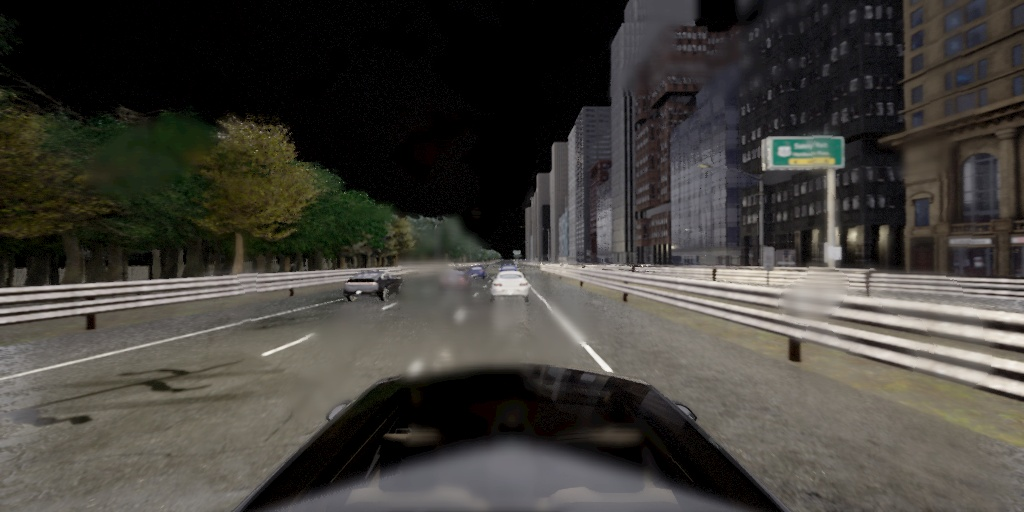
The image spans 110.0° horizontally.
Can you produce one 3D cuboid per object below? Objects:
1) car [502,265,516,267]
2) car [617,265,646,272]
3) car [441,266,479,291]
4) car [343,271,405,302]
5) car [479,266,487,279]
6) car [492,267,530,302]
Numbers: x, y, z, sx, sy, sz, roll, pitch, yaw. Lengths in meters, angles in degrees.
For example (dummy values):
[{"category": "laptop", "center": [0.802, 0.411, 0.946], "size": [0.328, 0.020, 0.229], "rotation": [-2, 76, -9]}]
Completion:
[{"category": "car", "center": [-0.314, 1.692, 36.836], "size": [1.882, 1.535, 5.008], "rotation": [0, -1, -1]}, {"category": "car", "center": [14.774, 1.837, 45.327], "size": [1.837, 1.490, 4.892], "rotation": [0, 0, -18]}, {"category": "car", "center": [-3.661, 1.622, 24.732], "size": [2.033, 1.411, 5.357], "rotation": [0, -1, -1]}, {"category": "car", "center": [-7.089, 1.513, 18.925], "size": [2.128, 1.511, 4.902], "rotation": [0, -1, -1]}, {"category": "car", "center": [-3.862, 1.816, 40.556], "size": [1.812, 1.442, 4.674], "rotation": [0, -1, -1]}, {"category": "car", "center": [-0.085, 1.494, 18.649], "size": [1.812, 1.442, 4.674], "rotation": [0, -1, -1]}]
